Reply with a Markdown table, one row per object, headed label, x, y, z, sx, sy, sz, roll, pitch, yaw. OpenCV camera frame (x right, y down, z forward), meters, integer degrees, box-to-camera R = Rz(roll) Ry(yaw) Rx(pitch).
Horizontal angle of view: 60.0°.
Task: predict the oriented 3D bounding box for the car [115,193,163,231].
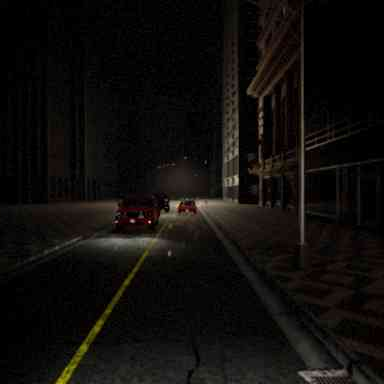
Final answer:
| label | x | y | z | sx | sy | sz | roll | pitch | yaw |
| --- | --- | --- | --- | --- | --- | --- | --- | --- | --- |
| car | -3.298 | 1.224 | 20.952 | 2.150 | 2.045 | 5.566 | 0 | 0 | -1 |

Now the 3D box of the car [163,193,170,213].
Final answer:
| label | x | y | z | sx | sy | sz | roll | pitch | yaw |
| --- | --- | --- | --- | --- | --- | --- | --- | --- | --- |
| car | -3.528 | 1.131 | 36.151 | 2.150 | 2.045 | 5.566 | 0 | 0 | -1 |

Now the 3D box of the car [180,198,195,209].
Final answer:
| label | x | y | z | sx | sy | sz | roll | pitch | yaw |
| --- | --- | --- | --- | --- | --- | --- | --- | --- | --- |
| car | -0.629 | 1.481 | 44.219 | 1.895 | 1.301 | 4.718 | 0 | 0 | 0 |

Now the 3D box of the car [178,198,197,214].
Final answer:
| label | x | y | z | sx | sy | sz | roll | pitch | yaw |
| --- | --- | --- | --- | --- | --- | --- | --- | --- | --- |
| car | -0.462 | 1.505 | 34.100 | 1.895 | 1.301 | 4.718 | 0 | 0 | 0 |
